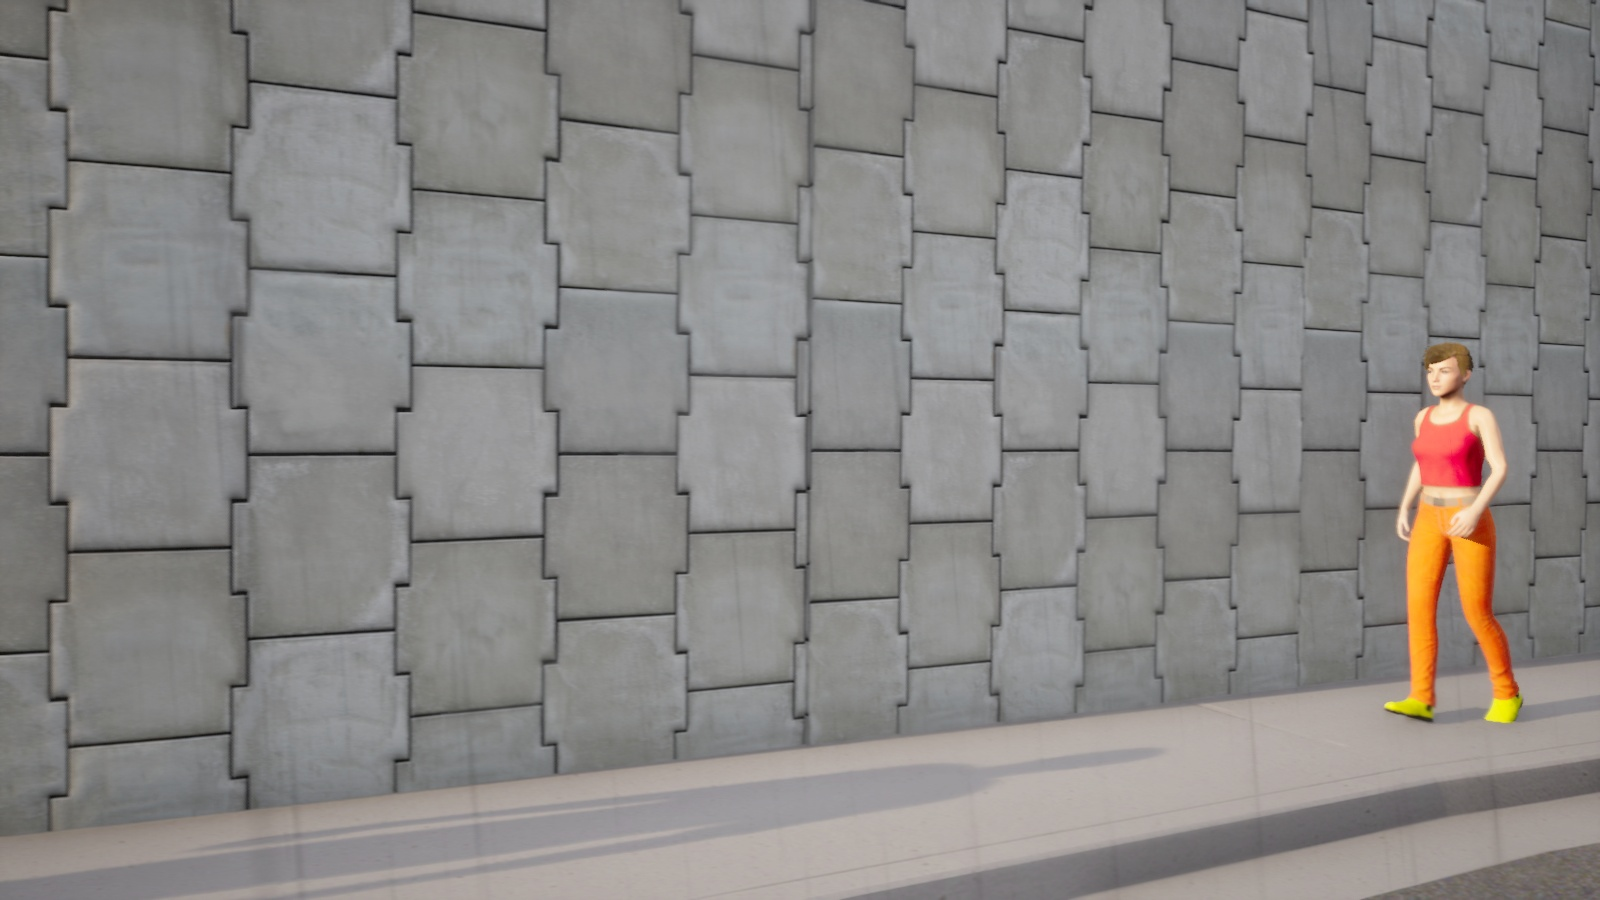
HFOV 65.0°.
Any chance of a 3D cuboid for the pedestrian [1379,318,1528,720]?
[{"bbox_3d":[3.132,0.309,6.020,0.594,1.836,0.345,-1,1,-27],"label":"pedestrian"}]
